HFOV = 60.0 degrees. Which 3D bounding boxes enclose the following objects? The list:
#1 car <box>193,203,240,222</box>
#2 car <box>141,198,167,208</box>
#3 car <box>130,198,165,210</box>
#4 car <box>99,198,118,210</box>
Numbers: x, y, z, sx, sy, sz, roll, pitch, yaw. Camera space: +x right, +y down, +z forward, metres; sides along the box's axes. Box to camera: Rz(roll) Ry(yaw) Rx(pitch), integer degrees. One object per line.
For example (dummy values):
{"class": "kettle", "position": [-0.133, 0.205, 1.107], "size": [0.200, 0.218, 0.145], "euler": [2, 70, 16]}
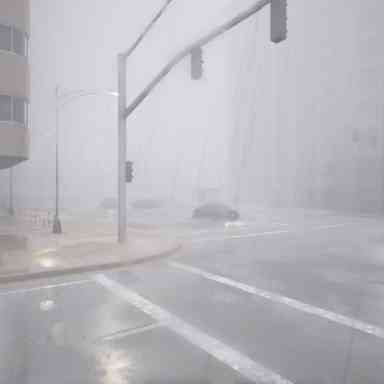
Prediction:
{"class": "car", "position": [1.876, 1.564, 26.564], "size": [1.994, 1.385, 4.181], "euler": [0, 0, -36]}
{"class": "car", "position": [-5.708, 1.564, 49.159], "size": [1.994, 1.385, 4.181], "euler": [0, 0, -36]}
{"class": "car", "position": [-6.227, 1.547, 43.940], "size": [2.033, 1.411, 5.357], "euler": [0, 0, -36]}
{"class": "car", "position": [-10.678, 1.507, 43.866], "size": [1.837, 1.490, 4.892], "euler": [0, -1, -36]}
